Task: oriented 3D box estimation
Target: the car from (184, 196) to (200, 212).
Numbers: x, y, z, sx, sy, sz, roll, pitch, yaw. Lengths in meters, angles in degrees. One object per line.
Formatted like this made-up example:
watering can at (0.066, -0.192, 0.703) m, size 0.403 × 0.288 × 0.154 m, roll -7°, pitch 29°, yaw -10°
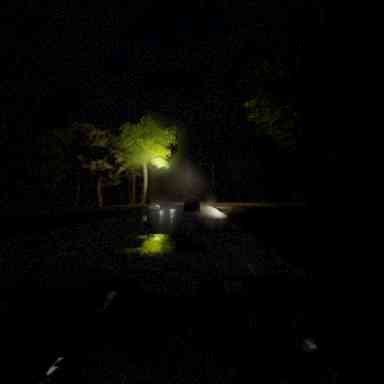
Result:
car at (0.021, 1.574, 40.854) m, size 1.882 × 1.535 × 5.008 m, roll 0°, pitch 0°, yaw 0°

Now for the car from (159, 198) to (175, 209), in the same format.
car at (-3.476, 1.618, 46.676) m, size 1.812 × 1.442 × 4.674 m, roll 0°, pitch 0°, yaw 0°
